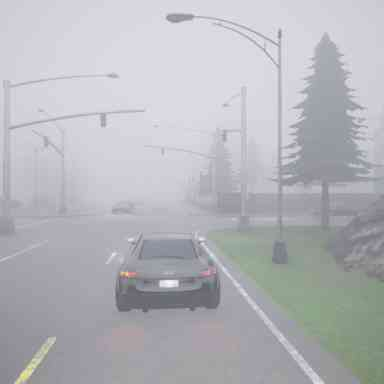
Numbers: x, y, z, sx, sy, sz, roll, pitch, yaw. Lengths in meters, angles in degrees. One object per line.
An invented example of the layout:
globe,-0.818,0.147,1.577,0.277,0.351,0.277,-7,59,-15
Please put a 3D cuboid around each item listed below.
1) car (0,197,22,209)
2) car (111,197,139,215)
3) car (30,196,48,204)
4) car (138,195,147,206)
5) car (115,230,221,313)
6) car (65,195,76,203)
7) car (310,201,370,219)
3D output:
car,-21.450,1.339,38.429,2.007,1.523,4.514,0,0,-5
car,-7.064,1.547,34.549,2.033,1.411,5.357,0,0,-3
car,-26.068,1.383,56.706,1.970,1.475,3.806,0,0,-5
car,-8.730,1.547,53.296,2.033,1.411,5.357,0,0,-5
car,-0.584,1.564,7.784,1.994,1.385,4.181,0,0,-5
car,-23.754,1.373,64.361,1.845,1.501,3.633,0,0,-5
car,12.626,1.491,28.457,4.902,1.511,2.128,0,0,-7
